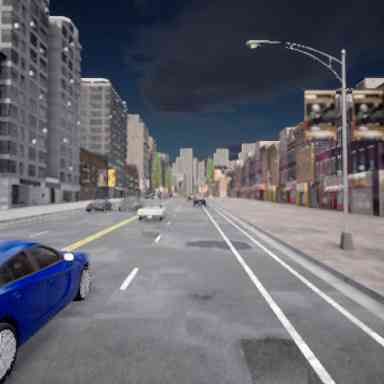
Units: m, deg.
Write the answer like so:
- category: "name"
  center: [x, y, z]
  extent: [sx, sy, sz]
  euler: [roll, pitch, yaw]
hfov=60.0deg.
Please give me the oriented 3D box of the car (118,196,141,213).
- category: "car"
  center: [-6.589, 1.260, 36.108]
  extent: [2.097, 1.767, 4.553]
  euler: [0, 0, 0]

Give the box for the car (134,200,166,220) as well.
- category: "car"
  center: [-3.153, 1.549, 27.143]
  extent: [1.895, 1.301, 4.718]
  euler: [0, 0, 0]

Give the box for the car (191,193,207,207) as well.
- category: "car"
  center: [1.131, 1.325, 48.586]
  extent: [1.882, 1.535, 5.008]
  euler: [0, 0, 0]

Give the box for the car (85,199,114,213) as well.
- category: "car"
  center: [-9.843, 1.457, 35.840]
  extent: [2.033, 1.411, 5.357]
  euler: [0, 0, 0]

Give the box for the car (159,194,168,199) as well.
- category: "car"
  center: [-6.510, 1.065, 76.687]
  extent: [1.882, 1.535, 5.008]
  euler: [0, 0, 0]

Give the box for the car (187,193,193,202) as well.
- category: "car"
  center: [-0.008, 1.056, 67.297]
  extent: [2.097, 1.767, 4.553]
  euler: [0, 0, 0]

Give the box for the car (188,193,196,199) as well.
- category: "car"
  center: [-0.011, 1.027, 86.791]
  extent: [1.994, 1.385, 4.181]
  euler: [0, 0, 0]

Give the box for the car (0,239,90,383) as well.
- category: "car"
  center: [-3.151, 1.493, 5.326]
  extent: [1.882, 1.535, 5.008]
  euler: [0, 0, 0]
